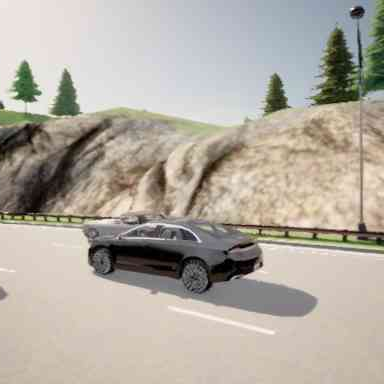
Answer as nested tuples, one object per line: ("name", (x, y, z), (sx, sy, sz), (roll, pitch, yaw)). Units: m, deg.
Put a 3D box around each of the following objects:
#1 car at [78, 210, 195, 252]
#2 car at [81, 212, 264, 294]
("car", (-2.393, 1.499, 13.898), (4.718, 1.301, 1.895), (0, 1, 31))
("car", (-0.622, 1.422, 8.577), (4.902, 1.511, 2.128), (0, 0, 33))
